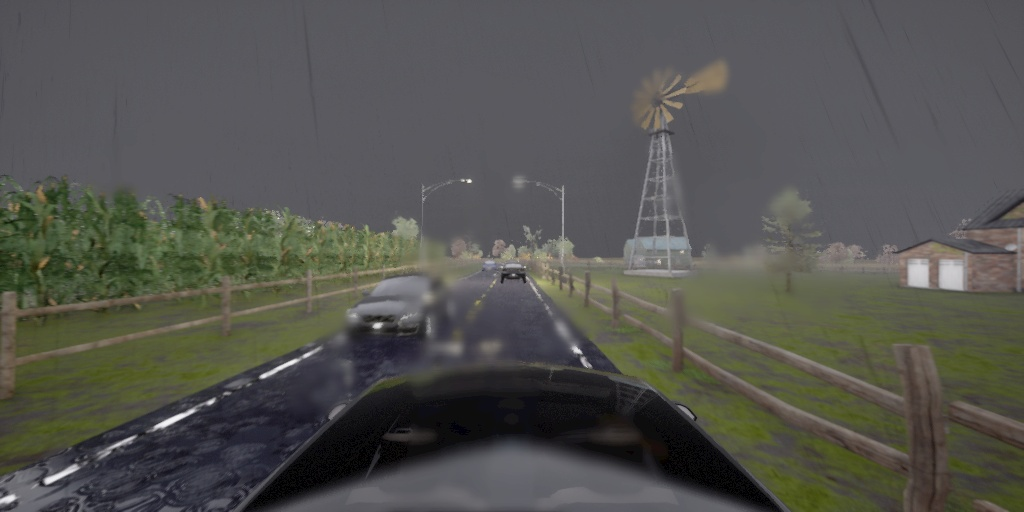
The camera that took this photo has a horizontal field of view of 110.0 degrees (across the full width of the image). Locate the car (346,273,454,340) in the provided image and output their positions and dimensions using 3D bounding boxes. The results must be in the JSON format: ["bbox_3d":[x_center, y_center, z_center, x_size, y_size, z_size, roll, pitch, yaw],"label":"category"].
[{"bbox_3d":[-2.831,1.256,10.026,1.837,1.490,4.892,0,-1,0],"label":"car"}]

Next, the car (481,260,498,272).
[{"bbox_3d":[-2.881,1.299,47.182,1.812,1.442,4.674,0,0,0],"label":"car"}]

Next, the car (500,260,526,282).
[{"bbox_3d":[0.100,1.234,28.569,1.882,1.535,5.008,0,0,0],"label":"car"}]
